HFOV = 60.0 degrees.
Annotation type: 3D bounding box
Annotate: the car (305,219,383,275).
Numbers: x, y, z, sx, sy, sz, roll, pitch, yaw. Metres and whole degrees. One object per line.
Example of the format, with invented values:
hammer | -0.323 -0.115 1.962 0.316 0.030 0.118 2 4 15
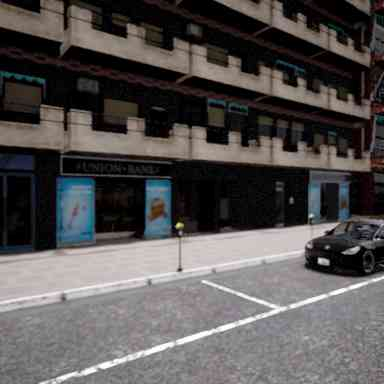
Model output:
car | 5.390 1.541 10.402 4.313 1.339 1.947 0 0 -36
